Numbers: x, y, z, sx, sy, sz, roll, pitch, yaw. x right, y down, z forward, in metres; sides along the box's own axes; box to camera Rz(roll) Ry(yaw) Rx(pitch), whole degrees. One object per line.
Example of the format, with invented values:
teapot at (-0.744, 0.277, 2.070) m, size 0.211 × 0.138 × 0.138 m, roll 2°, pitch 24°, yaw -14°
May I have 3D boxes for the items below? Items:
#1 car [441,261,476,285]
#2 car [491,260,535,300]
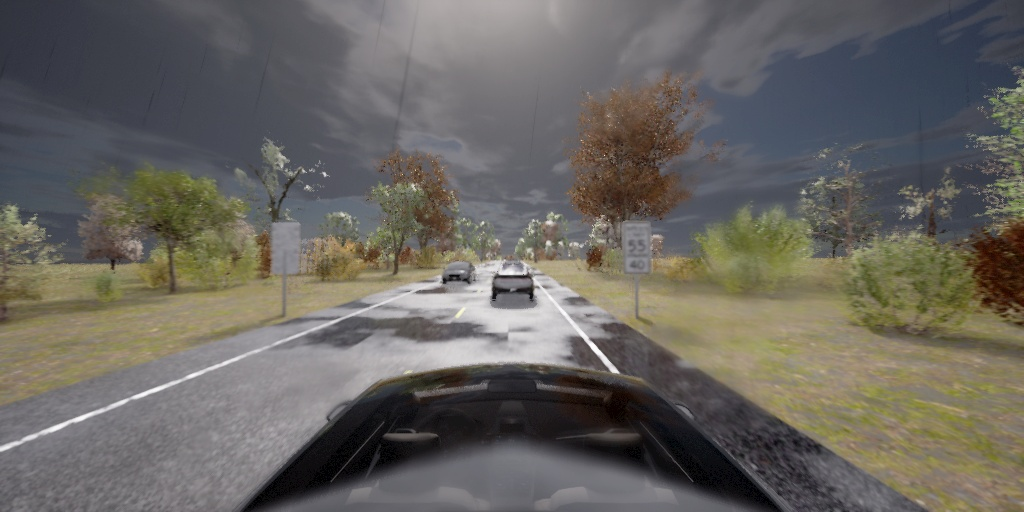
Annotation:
car at (-3.520, 1.113, 24.459) m, size 1.837 × 1.490 × 4.892 m, roll 0°, pitch 0°, yaw 0°
car at (0.055, 1.141, 16.760) m, size 2.128 × 1.511 × 4.902 m, roll 0°, pitch 0°, yaw 1°
